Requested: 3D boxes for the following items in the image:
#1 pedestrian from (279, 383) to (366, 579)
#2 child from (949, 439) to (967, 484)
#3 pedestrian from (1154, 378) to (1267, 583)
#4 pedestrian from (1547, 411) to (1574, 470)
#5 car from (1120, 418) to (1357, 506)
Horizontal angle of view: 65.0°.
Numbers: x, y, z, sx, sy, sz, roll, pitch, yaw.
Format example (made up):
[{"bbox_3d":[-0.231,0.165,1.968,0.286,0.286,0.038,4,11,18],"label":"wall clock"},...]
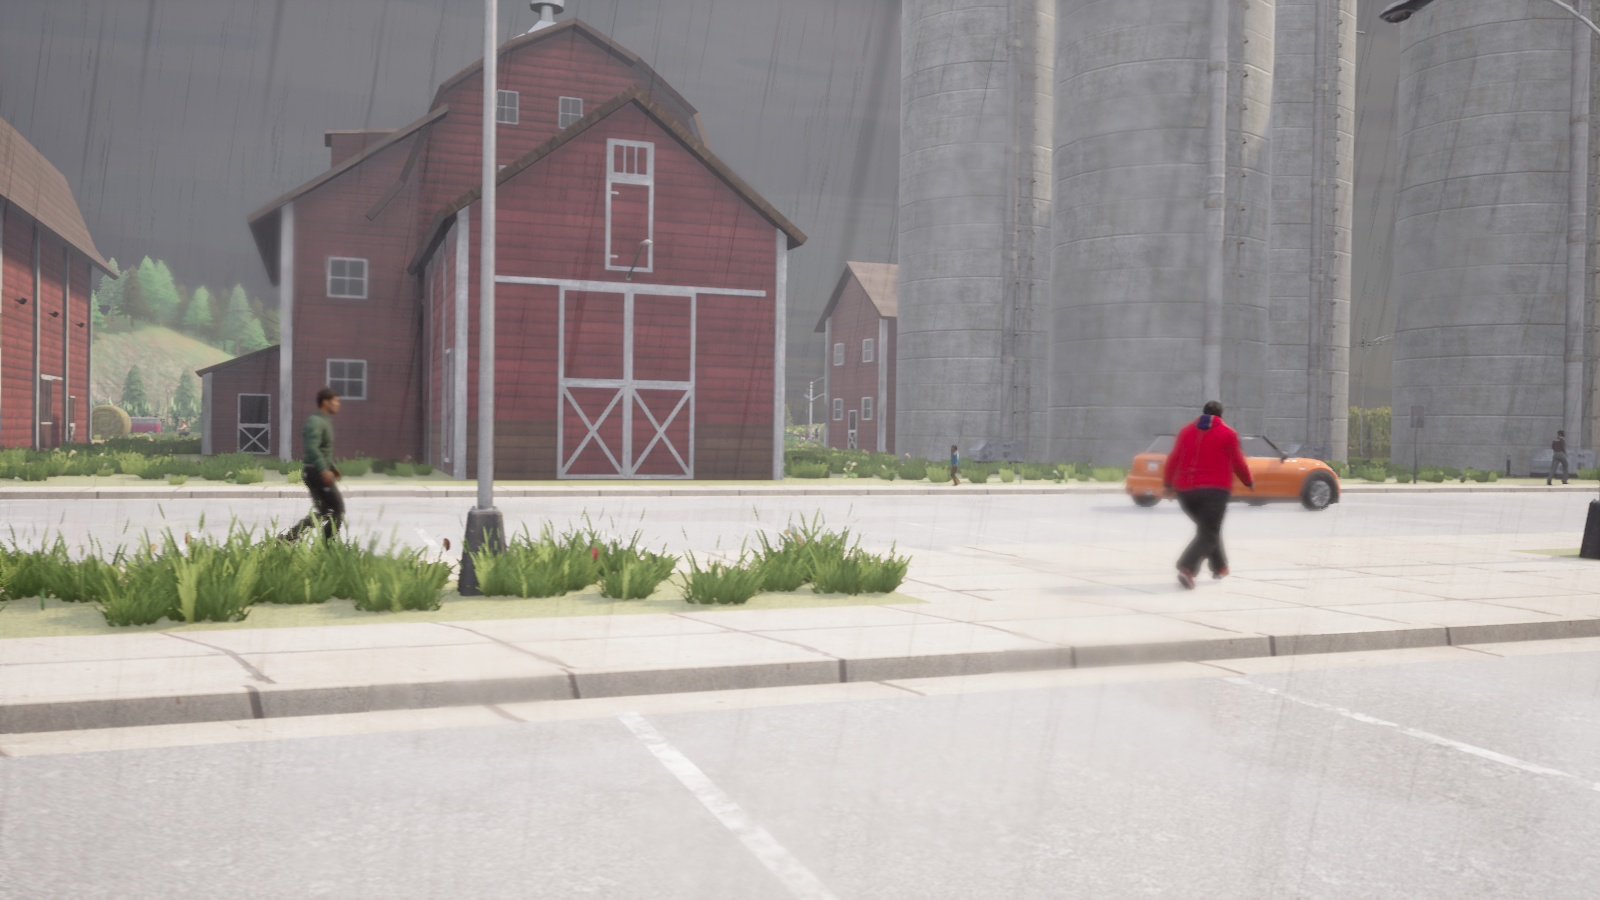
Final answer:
[{"bbox_3d":[-4.873,0.300,12.826,0.788,1.949,0.423,-1,1,-21],"label":"pedestrian"},{"bbox_3d":[4.235,0.317,33.651,0.448,1.192,0.343,0,1,1],"label":"child"},{"bbox_3d":[3.865,0.269,11.802,0.899,1.844,0.634,-1,1,-41],"label":"pedestrian"},{"bbox_3d":[24.955,-0.306,41.203,0.666,1.930,0.402,-1,1,-18],"label":"pedestrian"},{"bbox_3d":[9.474,0.202,27.164,4.553,1.767,2.097,-1,1,-21],"label":"car"}]
